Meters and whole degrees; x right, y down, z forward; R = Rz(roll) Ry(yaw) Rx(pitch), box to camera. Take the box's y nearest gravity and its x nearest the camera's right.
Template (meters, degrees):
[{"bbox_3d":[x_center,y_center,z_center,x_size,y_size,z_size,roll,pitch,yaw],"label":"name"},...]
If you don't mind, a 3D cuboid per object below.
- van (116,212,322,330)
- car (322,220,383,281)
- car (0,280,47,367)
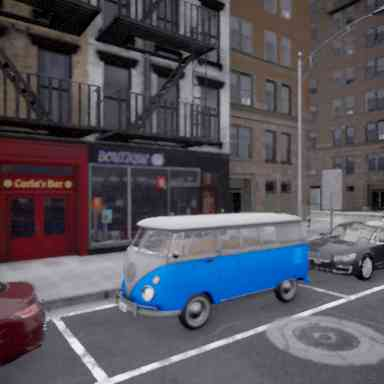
[{"bbox_3d":[0.592,1.337,6.615,3.998,1.788,1.690,0,0,-35],"label":"van"},{"bbox_3d":[4.994,1.542,9.753,4.403,1.369,2.008,0,0,-35],"label":"car"},{"bbox_3d":[-3.810,1.583,3.477,4.206,1.307,1.802,0,0,-35],"label":"car"}]
